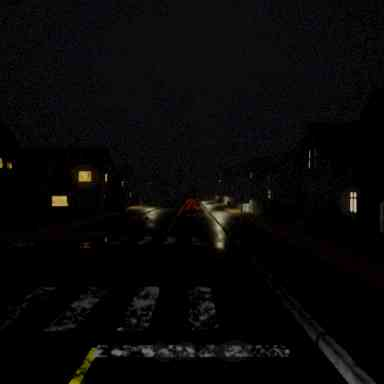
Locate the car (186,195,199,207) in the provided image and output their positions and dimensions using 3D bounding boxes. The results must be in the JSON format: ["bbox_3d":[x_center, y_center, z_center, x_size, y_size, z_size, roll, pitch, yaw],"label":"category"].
[{"bbox_3d":[0.083,1.403,53.382,2.097,1.767,4.553,0,0,0],"label":"car"}]

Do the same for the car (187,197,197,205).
[{"bbox_3d":[-0.022,1.687,63.602,1.895,1.301,4.718,0,0,0],"label":"car"}]
